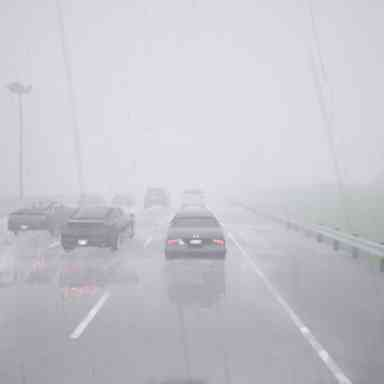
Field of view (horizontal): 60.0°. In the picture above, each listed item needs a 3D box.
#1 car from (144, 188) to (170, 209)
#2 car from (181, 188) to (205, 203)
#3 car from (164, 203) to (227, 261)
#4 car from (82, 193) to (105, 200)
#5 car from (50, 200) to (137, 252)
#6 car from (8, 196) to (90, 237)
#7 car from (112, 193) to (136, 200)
[{"bbox_3d":[-3.413,0.602,33.088,2.150,2.045,5.566,0,1,0],"label":"car"},{"bbox_3d":[0.089,0.611,32.565,2.150,2.045,5.566,0,1,0],"label":"car"},{"bbox_3d":[0.097,1.332,11.375,2.033,1.411,5.357,0,1,0],"label":"car"},{"bbox_3d":[-10.411,0.841,34.716,2.128,1.511,4.902,0,1,0],"label":"car"},{"bbox_3d":[-3.403,1.264,12.767,1.837,1.490,4.892,0,1,0],"label":"car"},{"bbox_3d":[-6.905,1.188,16.151,2.128,1.511,4.902,0,1,0],"label":"car"},{"bbox_3d":[-6.912,0.851,34.208,2.128,1.511,4.902,0,1,0],"label":"car"}]
